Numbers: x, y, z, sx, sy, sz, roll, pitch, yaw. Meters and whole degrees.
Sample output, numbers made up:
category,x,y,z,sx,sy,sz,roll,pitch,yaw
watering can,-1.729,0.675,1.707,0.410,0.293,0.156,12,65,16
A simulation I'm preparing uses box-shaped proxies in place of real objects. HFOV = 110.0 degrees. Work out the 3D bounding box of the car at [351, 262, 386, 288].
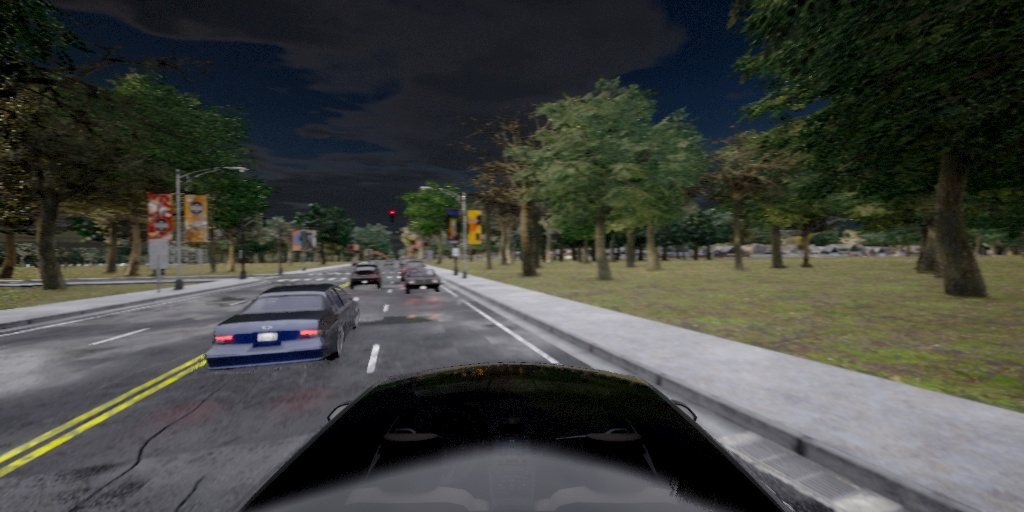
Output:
category,x,y,z,sx,sy,sz,roll,pitch,yaw
car,-9.772,1.354,24.307,1.837,1.490,4.892,-1,0,-18

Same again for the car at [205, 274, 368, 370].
category,x,y,z,sx,sy,sz,roll,pitch,yaw
car,-4.661,1.348,8.128,2.033,1.411,5.357,-1,0,-17

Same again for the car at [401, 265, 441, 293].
category,x,y,z,sx,sy,sz,roll,pitch,yaw
car,-5.375,1.399,21.187,1.895,1.301,4.718,-1,0,-18

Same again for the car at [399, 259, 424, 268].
category,x,y,z,sx,sy,sz,roll,pitch,yaw
car,-8.274,1.179,30.224,2.097,1.767,4.553,-1,0,-17
